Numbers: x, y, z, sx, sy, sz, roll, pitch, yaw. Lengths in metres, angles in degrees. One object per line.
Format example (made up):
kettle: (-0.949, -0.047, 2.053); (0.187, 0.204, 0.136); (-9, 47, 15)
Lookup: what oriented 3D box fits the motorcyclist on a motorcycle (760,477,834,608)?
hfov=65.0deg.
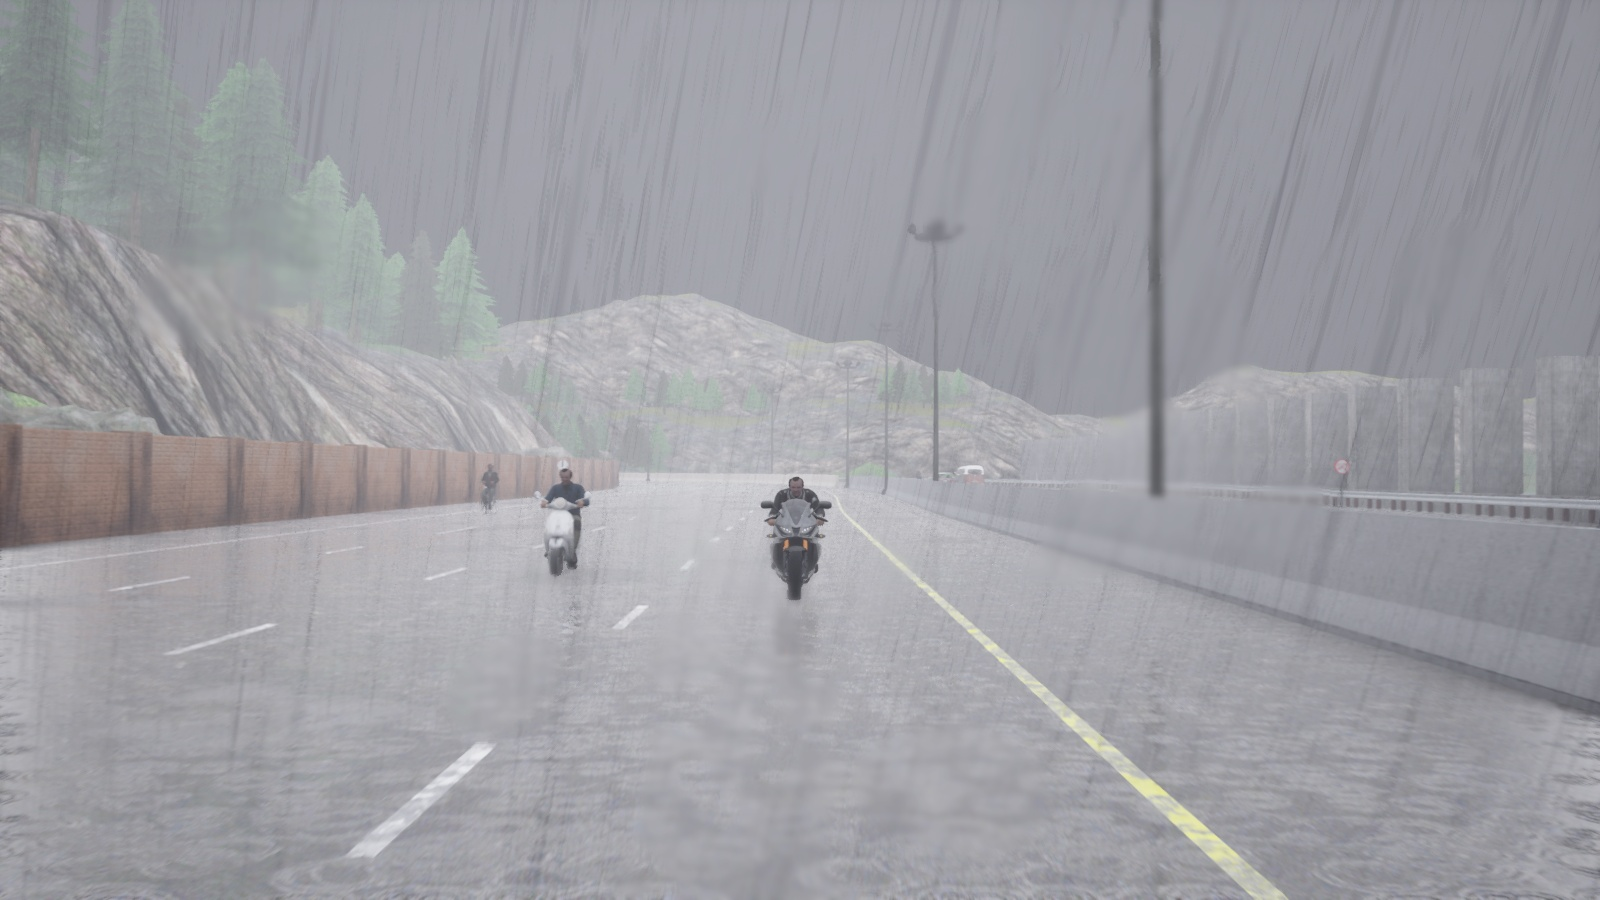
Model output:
motorcyclist on a motorcycle: (-0.041, 1.117, 15.929); (0.866, 1.530, 2.191); (0, -1, 0)

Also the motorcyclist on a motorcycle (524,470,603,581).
motorcyclist on a motorcycle: (-3.550, 1.100, 18.989); (0.866, 1.590, 1.817); (0, -1, 0)
